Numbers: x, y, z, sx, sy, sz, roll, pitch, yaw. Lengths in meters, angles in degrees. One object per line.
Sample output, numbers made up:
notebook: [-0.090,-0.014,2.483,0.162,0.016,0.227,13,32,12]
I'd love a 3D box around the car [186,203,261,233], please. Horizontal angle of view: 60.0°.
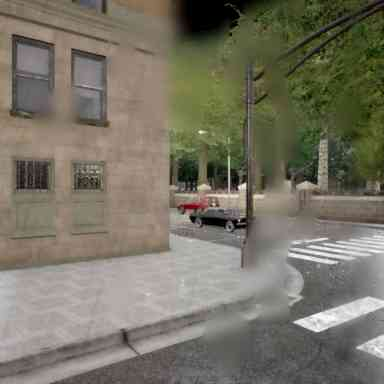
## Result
car: [1.882,1.585,19.901,1.895,1.301,4.718,0,0,-35]

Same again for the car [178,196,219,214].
car: [0.639,1.285,31.844,2.192,1.841,5.009,0,0,-35]
